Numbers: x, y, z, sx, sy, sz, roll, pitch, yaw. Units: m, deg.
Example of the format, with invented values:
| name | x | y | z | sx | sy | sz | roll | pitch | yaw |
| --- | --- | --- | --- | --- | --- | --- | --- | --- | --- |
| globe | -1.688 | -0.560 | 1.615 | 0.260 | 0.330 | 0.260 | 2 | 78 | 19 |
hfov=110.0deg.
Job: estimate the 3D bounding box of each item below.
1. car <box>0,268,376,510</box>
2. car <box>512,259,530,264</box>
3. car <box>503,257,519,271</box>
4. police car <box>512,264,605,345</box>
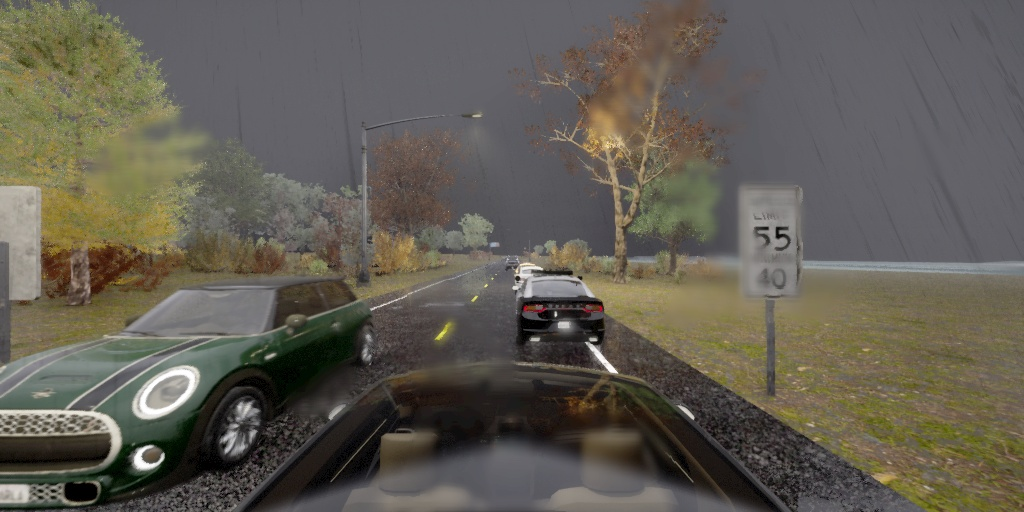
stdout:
| name | x | y | z | sx | sy | sz | roll | pitch | yaw |
| --- | --- | --- | --- | --- | --- | --- | --- | --- | --- |
| car | -3.601 | 1.101 | 4.803 | 2.097 | 1.767 | 4.553 | 0 | 0 | 0 |
| car | 1.068 | 1.204 | 25.720 | 1.801 | 1.575 | 5.366 | 0 | 0 | 0 |
| car | 0.096 | 1.247 | 48.799 | 1.837 | 1.490 | 4.892 | 0 | 0 | 1 |
| police car | 1.048 | 1.175 | 9.646 | 1.930 | 1.638 | 5.238 | 0 | 0 | 0 |
